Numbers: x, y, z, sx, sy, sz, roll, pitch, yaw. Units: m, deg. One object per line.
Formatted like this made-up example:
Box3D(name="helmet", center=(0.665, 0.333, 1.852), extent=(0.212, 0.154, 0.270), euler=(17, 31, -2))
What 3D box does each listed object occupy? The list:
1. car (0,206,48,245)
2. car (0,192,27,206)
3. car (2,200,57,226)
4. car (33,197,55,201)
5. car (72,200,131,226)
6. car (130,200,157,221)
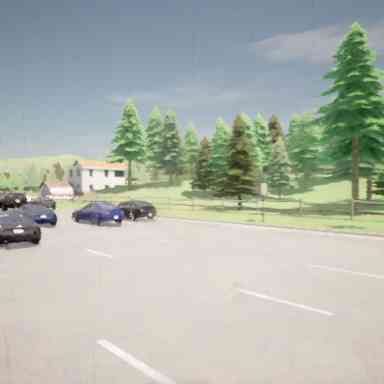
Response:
Box3D(name="car", center=(-8.196, 1.503, 14.455), extent=(1.994, 1.385, 4.181), euler=(0, 0, -45))
Box3D(name="car", center=(-19.587, 1.071, 35.832), extent=(2.150, 2.045, 5.566), euler=(0, 0, -45))
Box3D(name="car", center=(-10.470, 1.471, 21.704), extent=(1.994, 1.385, 4.181), euler=(0, 0, -45))
Box3D(name="car", center=(-17.517, 1.326, 38.714), extent=(2.128, 1.511, 4.902), euler=(0, 0, -45))
Box3D(name="car", center=(-6.394, 1.425, 22.569), extent=(1.812, 1.442, 4.674), euler=(0, 0, -45))
Box3D(name="car", center=(-4.751, 1.387, 25.881), extent=(1.837, 1.490, 4.892), euler=(0, 0, -45))
